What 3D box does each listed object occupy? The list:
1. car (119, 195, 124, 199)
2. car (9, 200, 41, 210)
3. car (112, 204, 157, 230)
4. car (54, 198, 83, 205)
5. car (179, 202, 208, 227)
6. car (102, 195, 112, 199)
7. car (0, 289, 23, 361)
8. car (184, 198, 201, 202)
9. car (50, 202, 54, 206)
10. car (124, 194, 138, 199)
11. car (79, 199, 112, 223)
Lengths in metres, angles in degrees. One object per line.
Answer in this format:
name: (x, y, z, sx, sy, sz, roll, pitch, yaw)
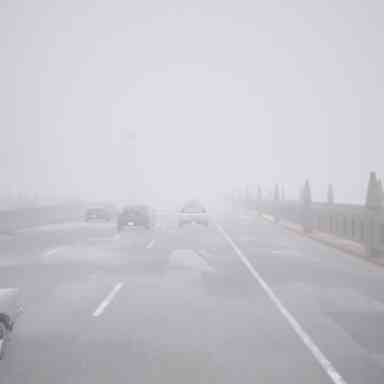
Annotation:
car: (-17.474, 1.558, 85.954, 1.994, 1.385, 4.181, 0, 0, 1)
car: (-21.098, 1.610, 42.065, 1.895, 1.301, 4.718, 0, 0, 0)
car: (-3.406, 1.509, 20.919, 1.837, 1.490, 4.892, 0, 0, 0)
car: (-14.100, 1.500, 39.721, 2.128, 1.511, 4.902, 0, 0, 0)
car: (0.092, 1.606, 22.917, 1.895, 1.301, 4.718, 0, 0, 0)
car: (-21.008, 1.519, 82.364, 1.812, 1.442, 4.674, 0, 0, 0)
car: (-3.402, 1.602, 2.740, 1.895, 1.301, 4.718, 0, 0, 0)
car: (0.083, 1.514, 41.577, 1.837, 1.490, 4.892, 0, 0, 0)
car: (-17.588, 1.558, 45.535, 2.033, 1.411, 5.357, 0, 0, 0)
car: (-14.024, 1.370, 79.207, 2.097, 1.767, 4.553, 0, 0, 0)
car: (-6.909, 1.531, 25.773, 1.812, 1.442, 4.674, 0, 0, 0)
